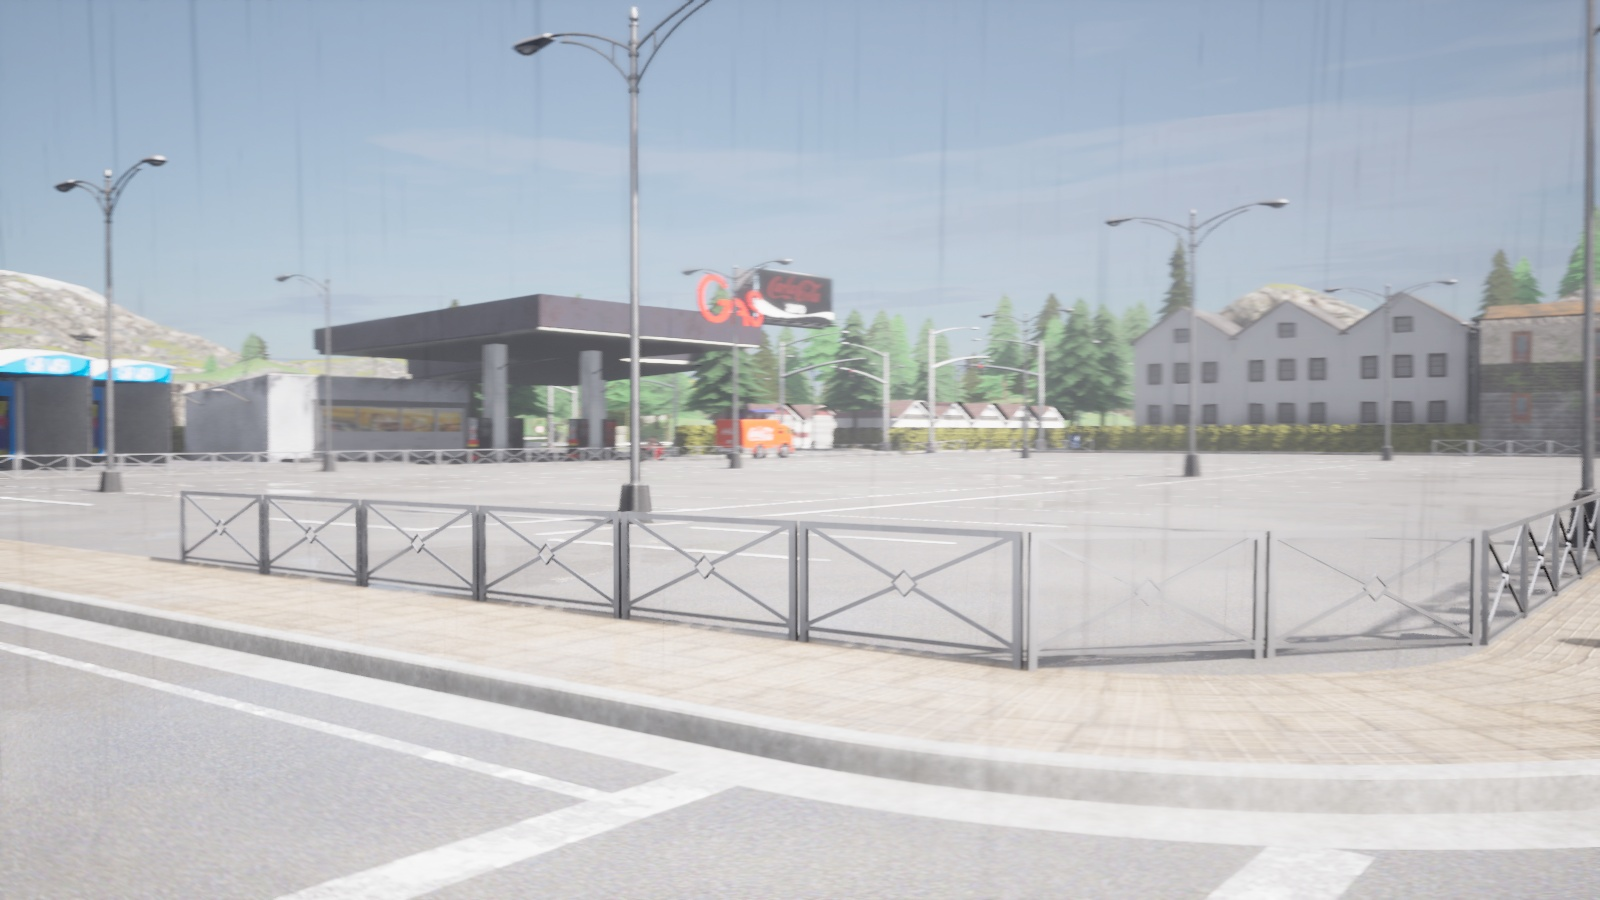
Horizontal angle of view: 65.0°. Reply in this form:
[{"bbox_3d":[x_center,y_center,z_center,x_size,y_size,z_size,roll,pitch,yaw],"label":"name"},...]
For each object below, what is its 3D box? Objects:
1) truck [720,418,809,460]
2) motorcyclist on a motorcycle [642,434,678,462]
[{"bbox_3d":[-2.125,-0.654,76.442,2.627,2.467,5.204,1,1,39],"label":"truck"},{"bbox_3d":[-7.740,-0.129,69.518,0.797,1.523,2.044,1,1,39],"label":"motorcyclist on a motorcycle"}]
